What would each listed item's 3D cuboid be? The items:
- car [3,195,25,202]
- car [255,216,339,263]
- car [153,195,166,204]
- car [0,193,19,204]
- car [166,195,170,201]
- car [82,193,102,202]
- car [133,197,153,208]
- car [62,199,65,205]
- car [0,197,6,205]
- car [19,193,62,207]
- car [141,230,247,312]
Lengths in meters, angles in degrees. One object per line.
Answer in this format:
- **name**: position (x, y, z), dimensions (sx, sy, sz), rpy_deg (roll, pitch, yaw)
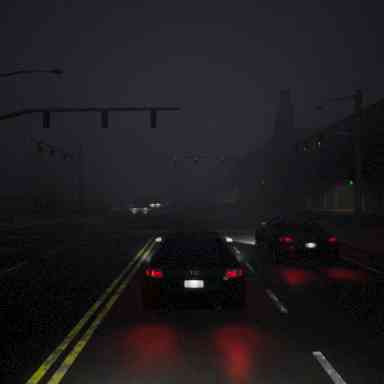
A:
- **car**: position (-39.041, 1.347, 72.838), dimensions (3.905, 1.438, 1.784), rpy_deg (0, 0, 0)
- **car**: position (3.544, 1.561, 11.953), dimensions (1.994, 1.385, 4.181), rpy_deg (0, 0, 0)
- **car**: position (-6.912, 1.477, 64.854), dimensions (2.128, 1.511, 4.902), rpy_deg (0, 0, 2)
- **car**: position (-39.101, 1.137, 69.941), dimensions (4.605, 1.855, 1.932), rpy_deg (0, 0, 0)
- **car**: position (-6.508, 1.429, 79.881), dimensions (1.812, 1.442, 4.674), rpy_deg (0, 0, 1)
- **car**: position (-21.581, 1.140, 69.986), dimensions (3.866, 1.878, 1.905), rpy_deg (0, 0, 0)
- **car**: position (-7.307, 1.466, 48.620), dimensions (1.882, 1.535, 5.008), rpy_deg (0, 0, 1)
- **car**: position (-21.516, 1.145, 50.363), dimensions (3.866, 1.878, 1.905), rpy_deg (0, 0, 0)
- **car**: position (-20.067, 1.484, 29.984), dimensions (4.902, 1.511, 2.128), rpy_deg (0, 0, 0)
- **car**: position (-21.566, 1.142, 47.468), dimensions (4.605, 1.855, 1.932), rpy_deg (0, 0, 0)
- **car**: position (0.043, 1.562, 7.773), dimensions (1.994, 1.385, 4.181), rpy_deg (0, 0, 0)
